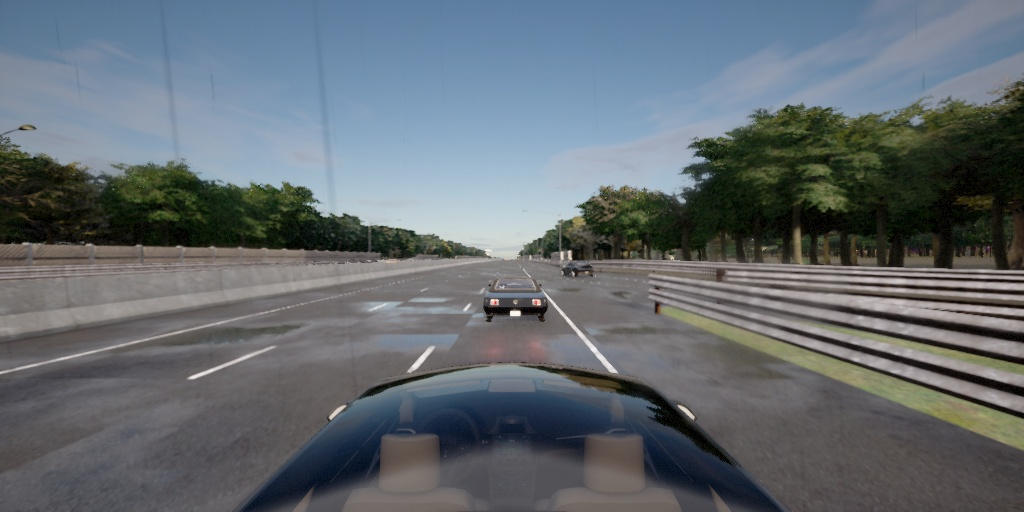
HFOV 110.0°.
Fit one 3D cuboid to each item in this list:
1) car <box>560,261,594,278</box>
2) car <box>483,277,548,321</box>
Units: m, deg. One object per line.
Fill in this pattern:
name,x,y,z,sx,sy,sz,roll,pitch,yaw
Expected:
car,6.164,1.276,34.479,1.837,1.490,4.892,-3,0,-12
car,0.102,1.359,12.471,1.895,1.301,4.718,0,0,0
